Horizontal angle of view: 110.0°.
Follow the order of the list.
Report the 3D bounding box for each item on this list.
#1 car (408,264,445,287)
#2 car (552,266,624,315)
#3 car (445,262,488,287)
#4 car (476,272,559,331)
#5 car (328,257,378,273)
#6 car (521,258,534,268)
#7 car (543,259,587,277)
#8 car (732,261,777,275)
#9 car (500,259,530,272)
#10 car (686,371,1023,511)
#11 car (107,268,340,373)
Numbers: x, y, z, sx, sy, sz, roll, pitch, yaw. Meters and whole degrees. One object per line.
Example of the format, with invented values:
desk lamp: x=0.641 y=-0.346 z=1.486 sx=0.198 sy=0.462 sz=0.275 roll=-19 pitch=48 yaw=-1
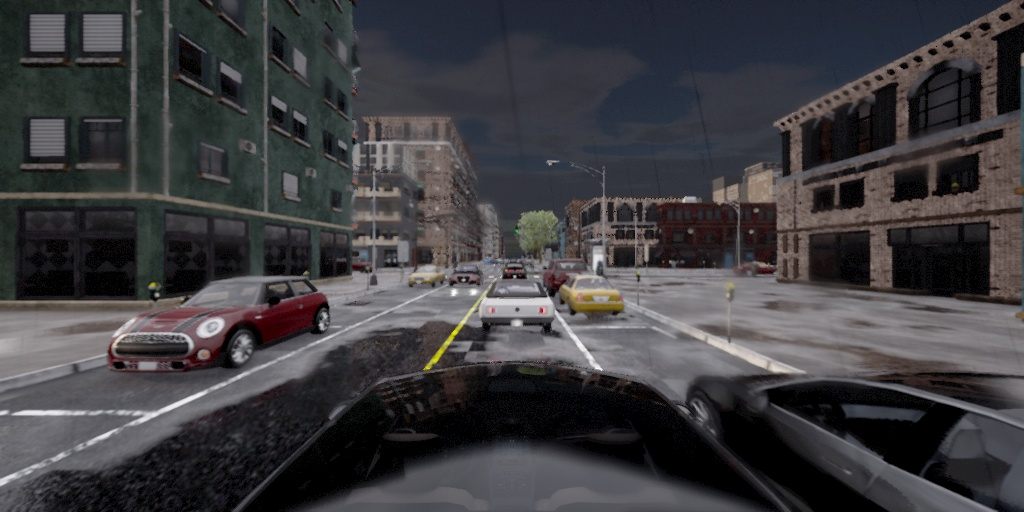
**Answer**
car: x=-5.613 y=1.257 z=24.030 sx=1.751 sy=1.417 sz=4.829 roll=0 pitch=0 yaw=0
car: x=2.730 y=1.267 z=13.259 sx=1.751 sy=1.417 sz=4.829 roll=0 pitch=0 yaw=0
car: x=-2.982 y=1.297 z=24.148 sx=1.994 sy=1.385 sz=4.181 roll=0 pitch=0 yaw=1
car: x=0.131 y=1.344 z=10.935 sx=1.895 sy=1.301 sz=4.718 roll=0 pitch=0 yaw=0
car: x=-17.145 y=0.982 z=38.472 sx=5.009 sy=1.841 sz=2.192 roll=0 pitch=0 yaw=0
car: x=2.908 y=1.286 z=62.118 sx=2.007 sy=1.370 sz=4.403 roll=0 pitch=0 yaw=0
car: x=2.749 y=1.053 z=18.629 sx=2.192 sy=1.841 sz=5.009 roll=0 pitch=0 yaw=0
car: x=26.279 y=1.399 z=38.570 sx=4.507 sy=1.381 sz=1.888 roll=0 pitch=0 yaw=0
car: x=0.138 y=1.235 z=28.548 sx=1.837 sy=1.490 sz=4.892 roll=0 pitch=0 yaw=-2
car: x=2.688 y=1.316 z=2.010 sx=1.948 sy=1.339 sz=4.313 roll=0 pitch=0 yaw=0
car: x=-5.672 y=1.184 z=7.580 sx=1.967 sy=1.591 sz=4.097 roll=0 pitch=0 yaw=0
